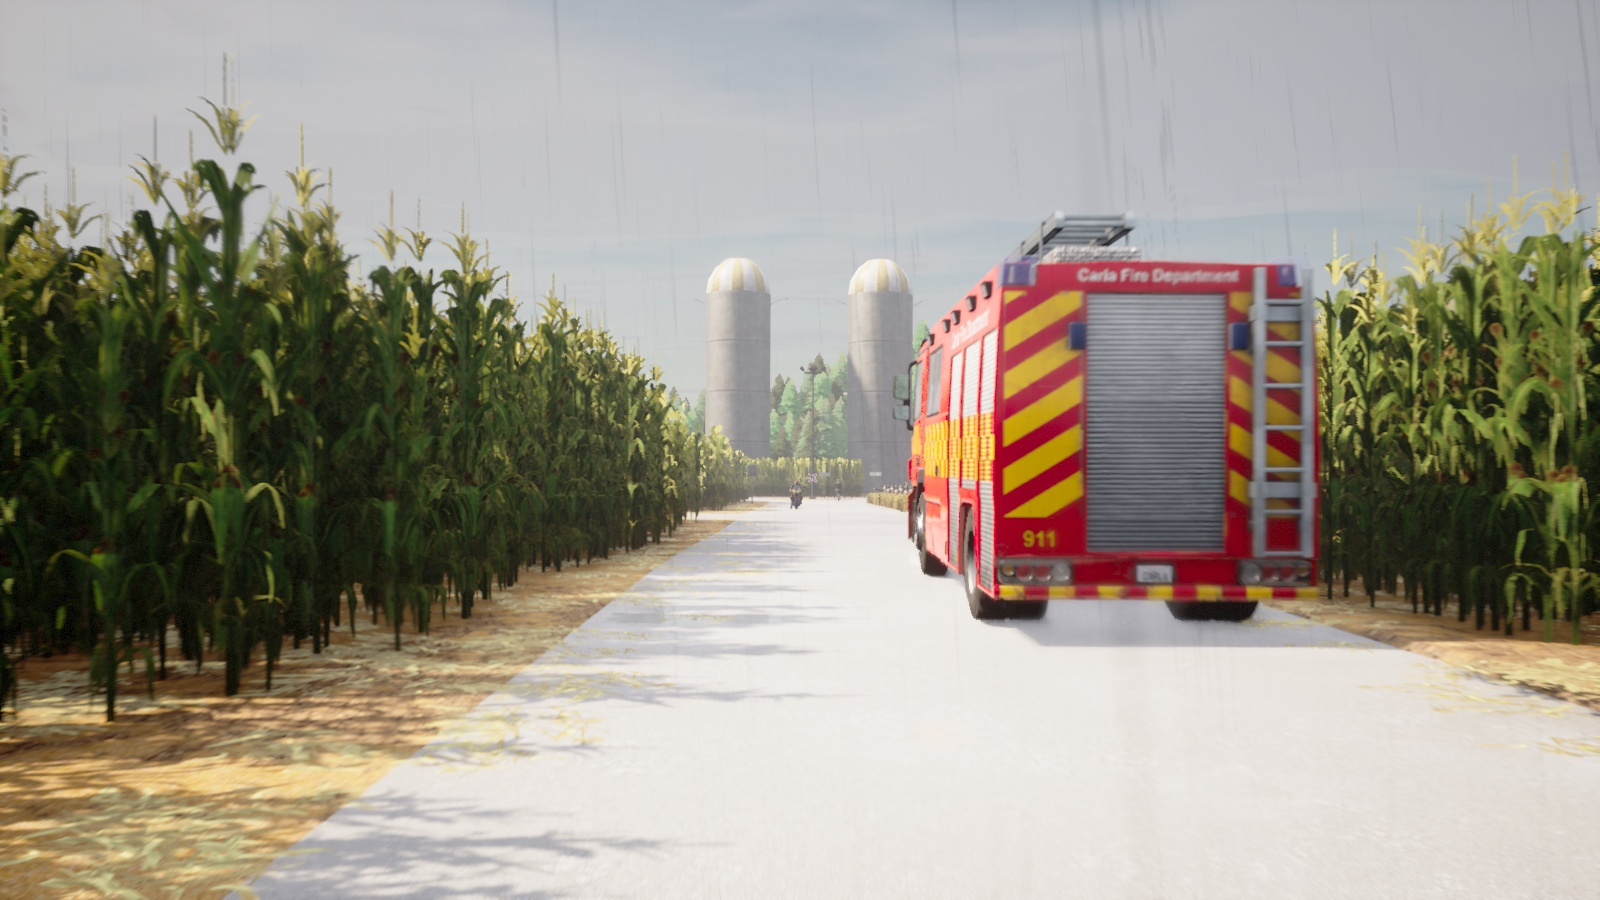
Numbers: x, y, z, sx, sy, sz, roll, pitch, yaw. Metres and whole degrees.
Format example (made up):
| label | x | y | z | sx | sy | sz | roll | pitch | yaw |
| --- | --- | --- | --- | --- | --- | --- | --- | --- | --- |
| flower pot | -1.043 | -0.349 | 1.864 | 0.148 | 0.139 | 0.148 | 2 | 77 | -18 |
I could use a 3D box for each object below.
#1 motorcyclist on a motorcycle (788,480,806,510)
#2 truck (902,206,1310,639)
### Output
| label | x | y | z | sx | sy | sz | roll | pitch | yaw |
| --- | --- | --- | --- | --- | --- | --- | --- | --- | --- |
| motorcyclist on a motorcycle | -0.157 | 2.354 | 65.290 | 0.866 | 1.530 | 2.191 | 0 | -2 | 0 |
| truck | 3.057 | -0.214 | 15.367 | 2.891 | 3.827 | 8.468 | 0 | 0 | 0 |
